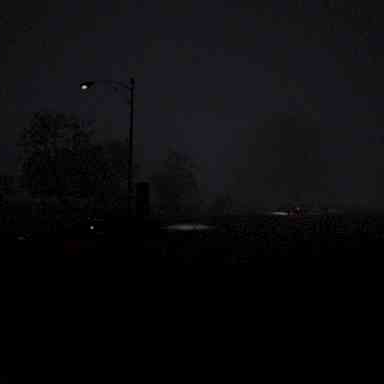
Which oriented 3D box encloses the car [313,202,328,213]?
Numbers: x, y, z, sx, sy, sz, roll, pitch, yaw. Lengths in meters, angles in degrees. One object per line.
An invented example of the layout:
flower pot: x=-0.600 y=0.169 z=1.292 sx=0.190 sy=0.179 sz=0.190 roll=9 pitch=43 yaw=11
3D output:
car: x=20.087 y=2.403 z=52.739 sx=2.128 sy=1.511 sz=4.902 roll=2 pitch=0 yaw=36

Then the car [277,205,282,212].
car: x=14.452 y=2.302 z=49.604 sx=2.033 sy=1.411 sz=5.357 roll=2 pitch=0 yaw=36

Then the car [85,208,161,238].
car: x=-3.831 y=1.692 z=19.401 sx=2.128 sy=1.511 sz=4.902 roll=2 pitch=0 yaw=36

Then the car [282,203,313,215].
car: x=14.115 y=2.266 z=44.331 sx=1.812 sy=1.442 sz=4.674 roll=2 pitch=0 yaw=36
